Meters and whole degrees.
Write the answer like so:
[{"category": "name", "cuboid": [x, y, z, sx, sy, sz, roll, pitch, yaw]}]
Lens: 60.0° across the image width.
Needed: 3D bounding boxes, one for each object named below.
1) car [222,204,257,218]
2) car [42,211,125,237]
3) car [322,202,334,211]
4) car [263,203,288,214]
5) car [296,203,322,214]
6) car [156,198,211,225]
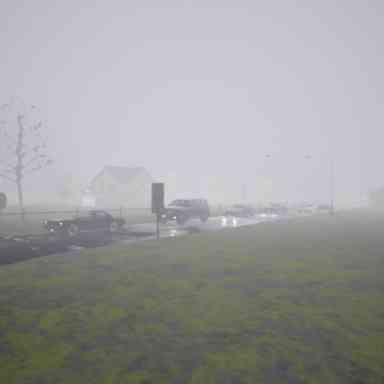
[{"category": "car", "cuboid": [5.339, 2.023, 36.390, 2.033, 1.411, 5.357, 1, 0, 35]}, {"category": "car", "cuboid": [-6.322, 1.801, 19.872, 1.895, 1.301, 4.718, 1, 0, 35]}, {"category": "car", "cuboid": [22.149, 2.393, 55.118, 1.994, 1.385, 4.181, 1, 0, 35]}, {"category": "car", "cuboid": [11.269, 2.211, 44.731, 1.895, 1.301, 4.718, 1, 0, 36]}, {"category": "car", "cuboid": [16.324, 2.301, 46.869, 1.895, 1.301, 4.718, 1, 0, 35]}, {"category": "car", "cuboid": [-0.571, 1.559, 28.016, 2.150, 2.045, 5.566, 1, 0, 35]}]
